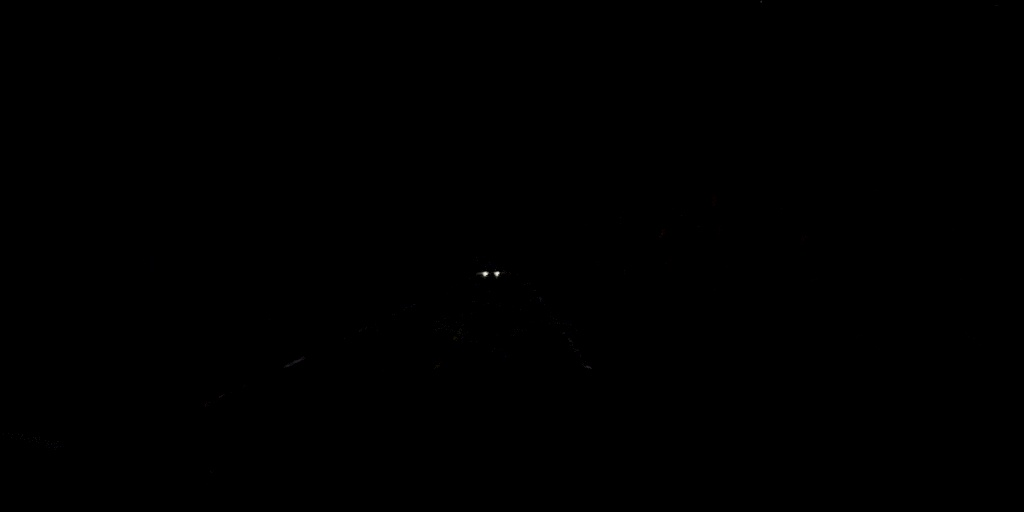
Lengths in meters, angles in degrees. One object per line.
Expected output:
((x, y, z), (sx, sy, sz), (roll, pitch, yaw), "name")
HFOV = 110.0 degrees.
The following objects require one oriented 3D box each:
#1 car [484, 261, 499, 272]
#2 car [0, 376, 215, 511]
((-2.811, 1.448, 50.487), (1.882, 1.535, 5.008), (0, 0, 0), "car")
((-2.850, 1.235, 0.244), (2.128, 1.511, 4.902), (0, 0, 0), "car")
